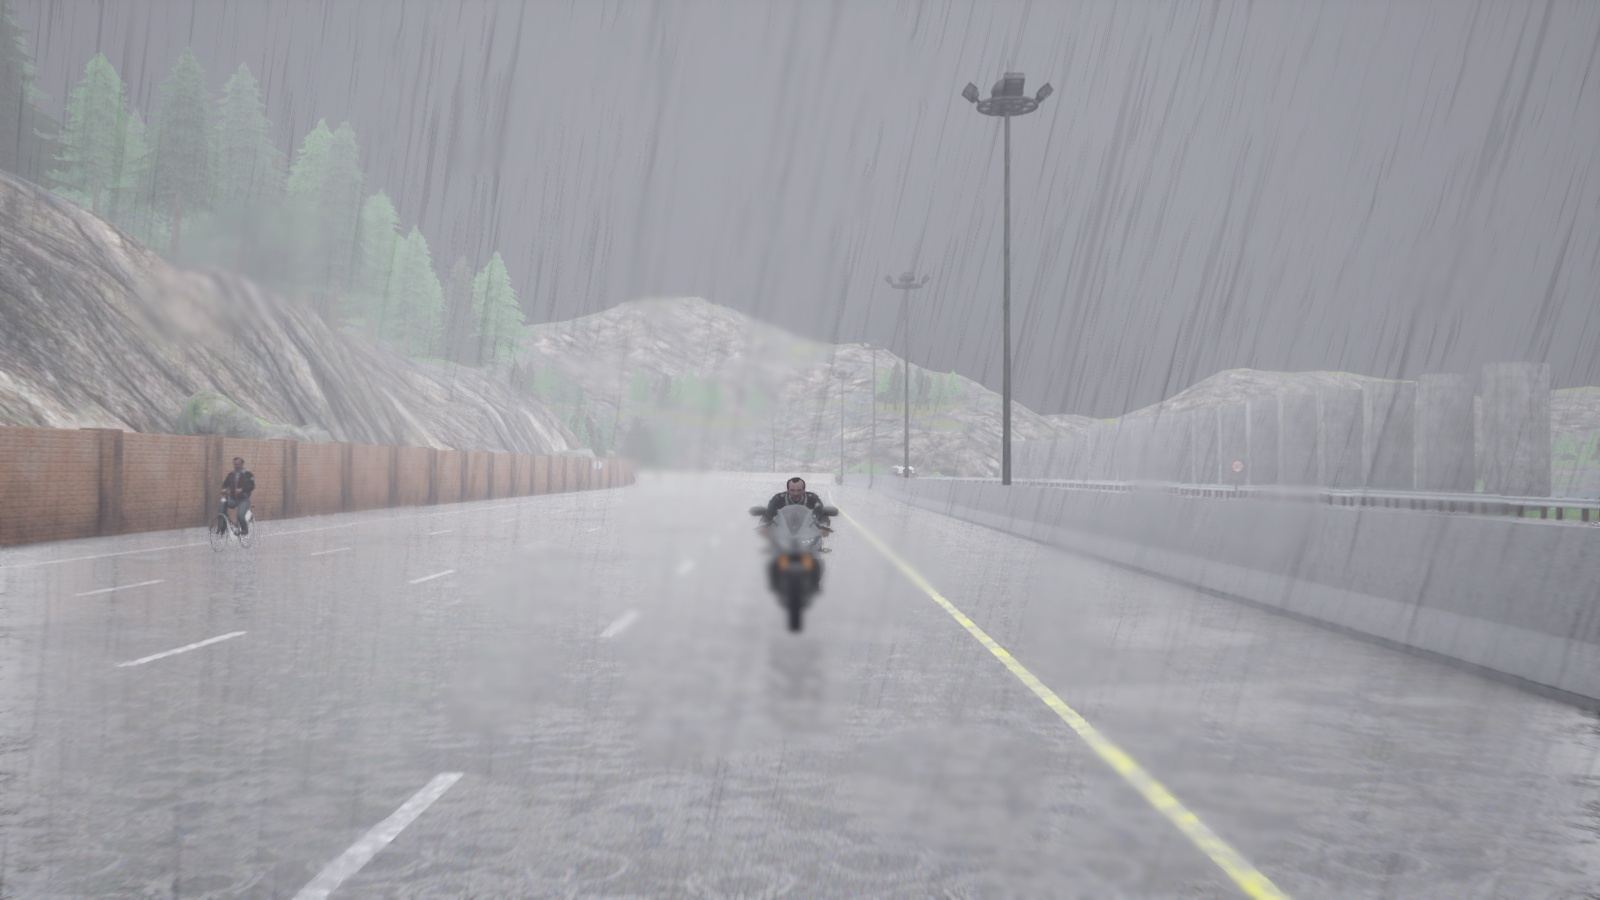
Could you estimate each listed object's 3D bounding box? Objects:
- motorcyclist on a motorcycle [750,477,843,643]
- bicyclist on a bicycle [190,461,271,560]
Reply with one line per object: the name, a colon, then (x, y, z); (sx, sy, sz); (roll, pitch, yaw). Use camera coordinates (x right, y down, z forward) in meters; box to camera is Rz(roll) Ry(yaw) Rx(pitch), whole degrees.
motorcyclist on a motorcycle: (-0.033, 1.052, 12.846); (0.866, 1.530, 2.191); (0, -1, 0)
bicyclist on a bicycle: (-10.560, 1.097, 23.355); (0.659, 1.776, 1.843); (0, -1, 0)
